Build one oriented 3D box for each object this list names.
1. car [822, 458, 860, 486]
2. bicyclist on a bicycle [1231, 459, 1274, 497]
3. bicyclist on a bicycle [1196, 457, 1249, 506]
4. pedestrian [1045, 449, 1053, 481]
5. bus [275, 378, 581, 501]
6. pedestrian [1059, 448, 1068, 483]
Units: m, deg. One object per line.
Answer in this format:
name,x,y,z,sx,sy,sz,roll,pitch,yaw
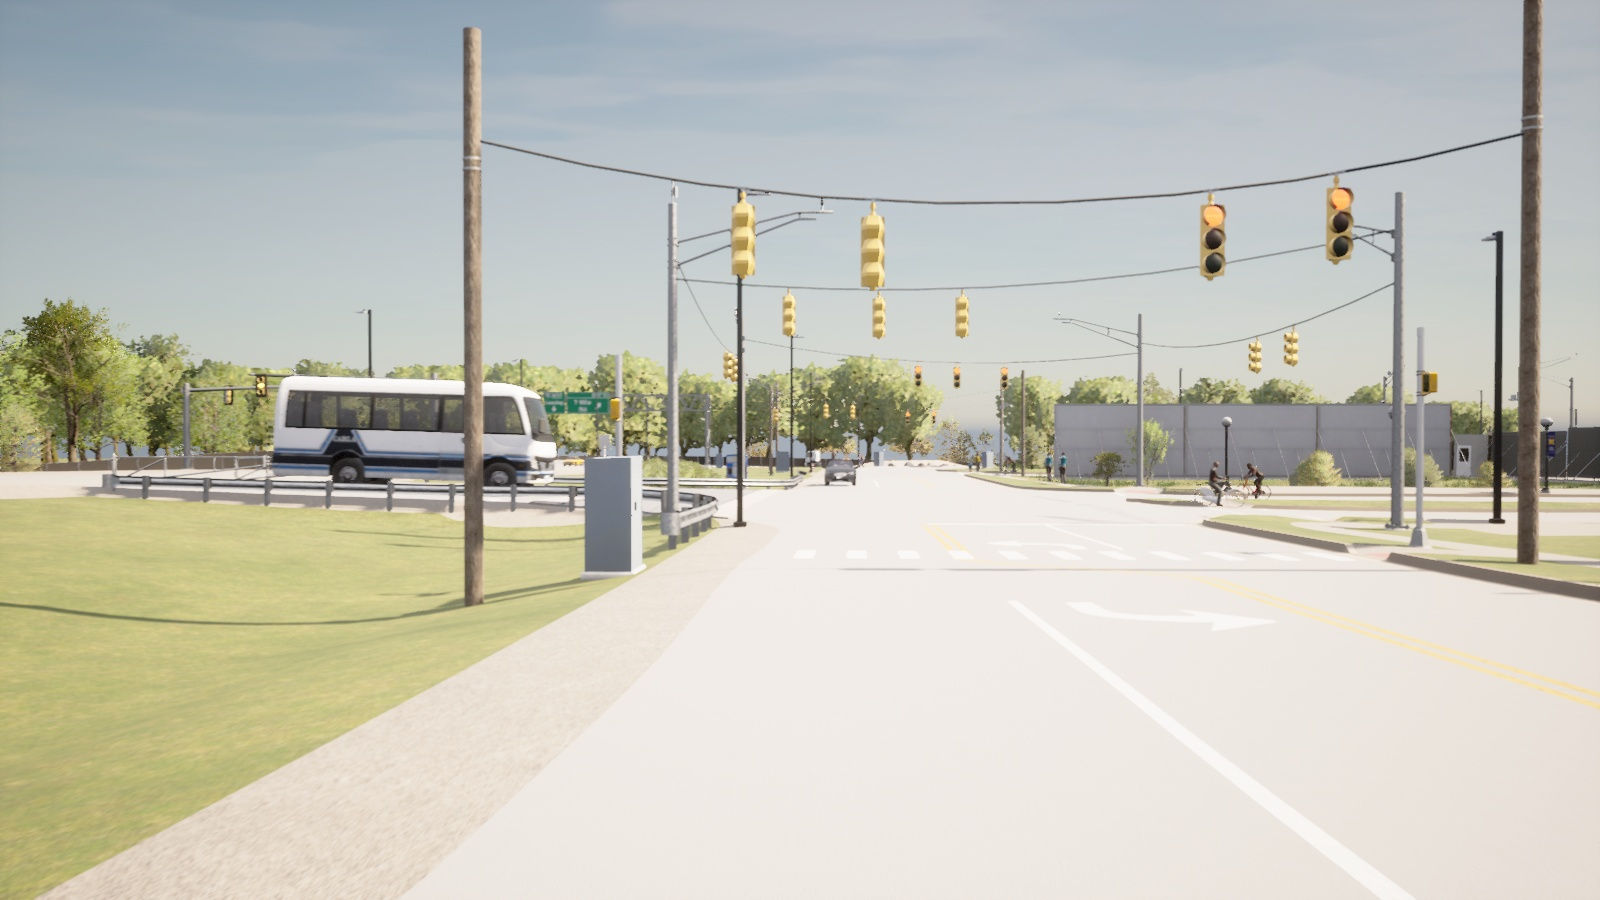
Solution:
car,2.430,1.266,73.932,2.128,1.511,4.902,0,0,3
bicyclist on a bicycle,19.658,1.221,54.524,1.656,1.620,0.582,0,0,-4
bicyclist on a bicycle,15.954,1.190,47.427,1.843,1.776,0.659,1,-1,16
pedestrian,15.537,0.929,78.276,0.396,1.930,0.692,0,1,3
bus,-13.873,-0.384,47.526,10.273,4.253,3.944,1,0,2
pedestrian,14.797,0.859,70.558,0.396,1.930,0.692,0,1,2
